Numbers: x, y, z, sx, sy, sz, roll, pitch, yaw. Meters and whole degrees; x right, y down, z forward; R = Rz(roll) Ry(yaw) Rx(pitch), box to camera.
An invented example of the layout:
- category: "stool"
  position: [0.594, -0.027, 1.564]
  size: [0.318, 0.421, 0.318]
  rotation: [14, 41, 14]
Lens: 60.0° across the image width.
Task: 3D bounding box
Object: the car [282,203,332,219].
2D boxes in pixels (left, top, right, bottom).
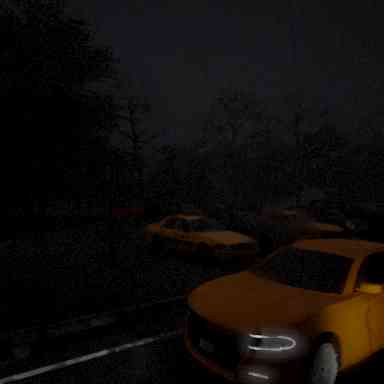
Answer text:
- category: "car"
  position: [12.920, 2.081, 37.564]
  size: [2.231, 1.521, 4.892]
  rotation: [2, -1, -36]

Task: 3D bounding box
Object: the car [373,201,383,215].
- category: "car"
  position: [30.849, 2.501, 50.339]
  size: [2.435, 2.045, 5.566]
  rotation: [3, -2, -35]

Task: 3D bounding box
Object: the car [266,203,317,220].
- category: "car"
  position: [10.665, 2.013, 35.955]
  size: [2.097, 1.535, 5.008]
  rotation: [2, -1, -36]

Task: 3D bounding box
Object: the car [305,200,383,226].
- category: "car"
  position: [9.098, 1.493, 18.735]
  size: [2.435, 2.045, 5.566]
  rotation: [2, -1, -36]

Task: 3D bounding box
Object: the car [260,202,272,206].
- category: "car"
  position: [6.175, 1.756, 32.716]
  size: [2.185, 1.767, 4.553]
  rotation: [2, -1, -36]

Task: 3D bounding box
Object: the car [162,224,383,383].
- category: "car"
  position: [2.205, 1.522, 5.277]
  size: [5.008, 1.535, 1.882]
  rotation: [1, 0, -35]

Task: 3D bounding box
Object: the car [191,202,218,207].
- category: "car"
  position: [-0.498, 1.683, 27.763]
  size: [1.946, 1.575, 5.366]
  rotation: [2, -1, -36]

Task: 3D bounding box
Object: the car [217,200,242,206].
- category: "car"
  position: [1.650, 1.751, 29.516]
  size: [2.231, 1.521, 4.892]
  rotation: [2, -1, -36]

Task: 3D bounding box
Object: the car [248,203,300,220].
- category: "car"
  position: [8.309, 1.945, 34.273]
  size: [2.097, 1.535, 5.008]
  rotation: [2, -1, -36]

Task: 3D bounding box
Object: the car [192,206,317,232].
- category: "car"
  position: [2.303, 1.573, 13.925]
  size: [2.231, 1.521, 4.892]
  rotation: [1, -1, -36]

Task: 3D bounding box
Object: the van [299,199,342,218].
- category: "van"
  position: [15.106, 1.920, 39.276]
  size: [1.878, 1.987, 4.442]
  rotation: [2, -1, -36]

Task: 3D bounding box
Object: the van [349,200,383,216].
- category: "van"
  position: [24.135, 2.195, 45.436]
  size: [1.878, 1.987, 4.442]
  rotation: [2, -1, -36]

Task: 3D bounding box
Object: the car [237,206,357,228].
- category: "car"
  position: [4.558, 1.622, 15.536]
  size: [2.097, 1.535, 5.008]
  rotation: [2, -1, -36]

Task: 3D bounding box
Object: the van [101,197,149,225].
- category: "van"
  position: [-5.276, 1.348, 24.723]
  size: [1.878, 1.987, 4.442]
  rotation: [1, -1, -36]

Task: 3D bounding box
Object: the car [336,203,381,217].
- category: "car"
  position: [21.928, 2.343, 44.010]
  size: [2.097, 1.535, 5.008]
  rotation: [2, -1, -36]

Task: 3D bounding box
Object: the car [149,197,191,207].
- category: "car"
  position: [-2.870, 1.375, 26.331]
  size: [2.435, 2.045, 5.566]
  rotation: [1, -1, -36]

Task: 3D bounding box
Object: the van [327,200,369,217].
- category: "van"
  position: [19.749, 2.052, 42.304]
  size: [1.878, 1.987, 4.442]
  rotation: [2, -1, -36]

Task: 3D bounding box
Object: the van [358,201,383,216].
- category: "van"
  position: [26.360, 2.311, 47.312]
  size: [1.878, 1.987, 4.442]
  rotation: [3, -2, -35]

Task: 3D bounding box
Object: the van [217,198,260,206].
- category: "van"
  position: [3.837, 1.590, 31.229]
  size: [1.878, 1.987, 4.442]
  rotation: [2, -1, -36]

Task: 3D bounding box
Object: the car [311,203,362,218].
- category: "car"
  position: [17.532, 2.208, 40.638]
  size: [1.946, 1.575, 5.366]
  rotation: [2, -1, -36]

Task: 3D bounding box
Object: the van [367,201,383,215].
- category: "van"
  position: [28.511, 2.416, 48.848]
  size: [1.878, 1.987, 4.442]
  rotation: [3, -2, -35]

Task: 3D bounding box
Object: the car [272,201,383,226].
- category: "car"
  position: [6.805, 1.555, 17.172]
  size: [2.185, 1.767, 4.553]
  rotation: [2, -1, -36]

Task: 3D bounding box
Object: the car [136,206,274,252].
- category: "car"
  position: [0.161, 1.527, 12.161]
  size: [1.946, 1.575, 5.366]
  rotation: [1, -1, -36]
